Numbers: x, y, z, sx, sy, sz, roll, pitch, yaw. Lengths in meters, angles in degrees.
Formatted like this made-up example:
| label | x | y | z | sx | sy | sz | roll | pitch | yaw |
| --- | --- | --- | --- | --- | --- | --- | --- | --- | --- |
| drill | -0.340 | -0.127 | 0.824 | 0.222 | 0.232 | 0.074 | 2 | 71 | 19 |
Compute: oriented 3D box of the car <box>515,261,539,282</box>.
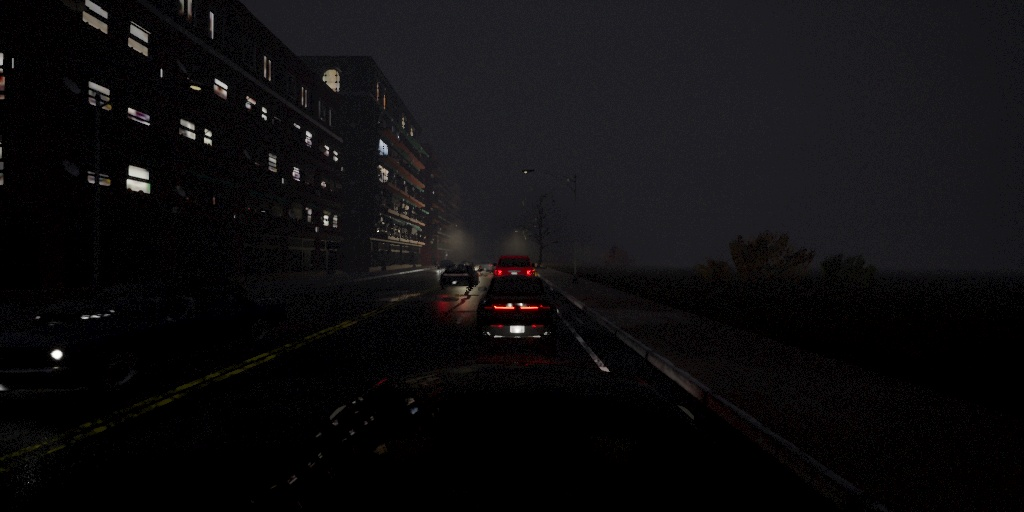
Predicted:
| label | x | y | z | sx | sy | sz | roll | pitch | yaw |
| --- | --- | --- | --- | --- | --- | --- | --- | --- | --- |
| car | 1.161 | 1.208 | 30.525 | 1.801 | 1.575 | 5.366 | 0 | 0 | 0 |

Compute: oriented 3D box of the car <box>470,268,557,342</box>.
| label | x | y | z | sx | sy | sz | roll | pitch | yaw |
| --- | --- | --- | --- | --- | --- | --- | --- | --- | --- |
| car | 0.108 | 1.256 | 9.771 | 1.837 | 1.490 | 4.892 | 0 | 0 | 0 |

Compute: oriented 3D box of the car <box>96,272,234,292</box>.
| label | x | y | z | sx | sy | sz | roll | pitch | yaw |
| --- | --- | --- | --- | --- | --- | --- | --- | --- | --- |
| car | -9.843 | 1.256 | 10.137 | 1.837 | 1.490 | 4.892 | 0 | 0 | 0 |

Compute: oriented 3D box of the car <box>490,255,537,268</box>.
| label | x | y | z | sx | sy | sz | roll | pitch | yaw |
| --- | --- | --- | --- | --- | --- | --- | --- | --- | --- |
| car | 0.114 | 0.974 | 20.118 | 2.150 | 2.045 | 5.566 | 0 | 0 | 0 |

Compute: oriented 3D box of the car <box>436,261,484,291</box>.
| label | x | y | z | sx | sy | sz | roll | pitch | yaw |
| --- | --- | --- | --- | --- | --- | --- | --- | --- | --- |
| car | -3.134 | 1.245 | 22.047 | 2.128 | 1.511 | 4.902 | 0 | 0 | 0 |

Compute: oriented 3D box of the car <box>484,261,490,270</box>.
| label | x | y | z | sx | sy | sz | roll | pitch | yaw |
| --- | --- | --- | --- | --- | --- | --- | --- | --- | --- |
| car | -3.119 | 1.279 | 43.938 | 1.812 | 1.442 | 4.674 | 0 | 0 | 0 |

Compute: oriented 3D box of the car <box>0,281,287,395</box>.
| label | x | y | z | sx | sy | sz | roll | pitch | yaw |
| --- | --- | --- | --- | --- | --- | --- | --- | --- | --- |
| car | -6.594 | 1.351 | 6.768 | 1.895 | 1.301 | 4.718 | 0 | 0 | 0 |
